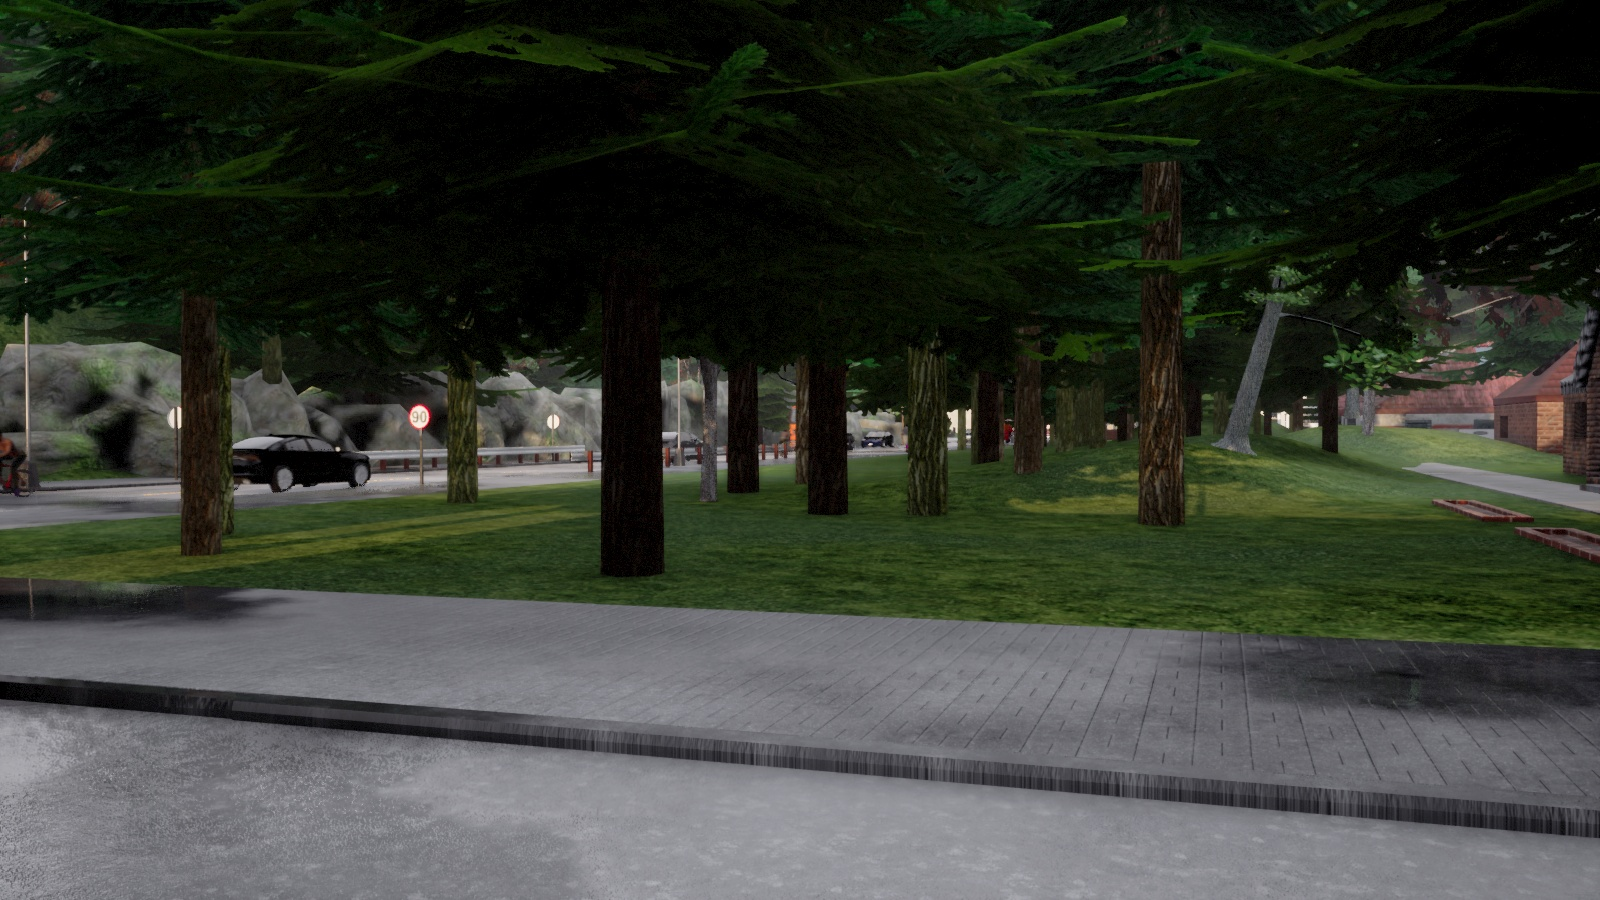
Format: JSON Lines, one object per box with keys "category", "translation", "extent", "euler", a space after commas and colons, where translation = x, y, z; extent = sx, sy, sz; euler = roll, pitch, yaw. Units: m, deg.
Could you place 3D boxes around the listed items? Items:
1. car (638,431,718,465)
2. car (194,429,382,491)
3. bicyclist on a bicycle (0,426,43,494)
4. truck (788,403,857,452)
{"category": "car", "translation": [-5.582, -0.121, 58.154], "extent": [1.837, 1.490, 4.892], "euler": [1, 1, 18]}
{"category": "car", "translation": [-13.615, 0.212, 33.804], "extent": [1.882, 1.535, 5.008], "euler": [1, 1, 18]}
{"category": "bicyclist on a bicycle", "translation": [-19.070, 0.227, 30.031], "extent": [0.582, 1.620, 1.656], "euler": [1, 1, 18]}
{"category": "truck", "translation": [1.753, -1.633, 92.699], "extent": [2.891, 3.462, 7.936], "euler": [1, 1, 18]}
